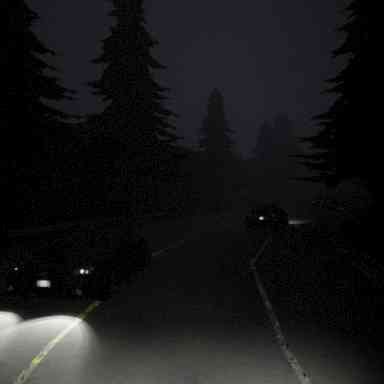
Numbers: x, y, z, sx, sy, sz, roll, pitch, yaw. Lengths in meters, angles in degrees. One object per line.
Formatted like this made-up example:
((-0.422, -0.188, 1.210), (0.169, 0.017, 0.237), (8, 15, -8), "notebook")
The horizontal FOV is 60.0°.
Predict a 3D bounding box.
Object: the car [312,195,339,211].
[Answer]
((14.792, 1.057, 36.669), (2.097, 1.767, 4.553), (0, 1, 34), "car")

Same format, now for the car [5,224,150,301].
((-2.465, 1.517, 8.205), (1.994, 1.385, 4.181), (0, 0, 10), "car")

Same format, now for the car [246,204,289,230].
((4.649, 1.413, 20.236), (1.994, 1.385, 4.181), (0, 0, 24), "car")
